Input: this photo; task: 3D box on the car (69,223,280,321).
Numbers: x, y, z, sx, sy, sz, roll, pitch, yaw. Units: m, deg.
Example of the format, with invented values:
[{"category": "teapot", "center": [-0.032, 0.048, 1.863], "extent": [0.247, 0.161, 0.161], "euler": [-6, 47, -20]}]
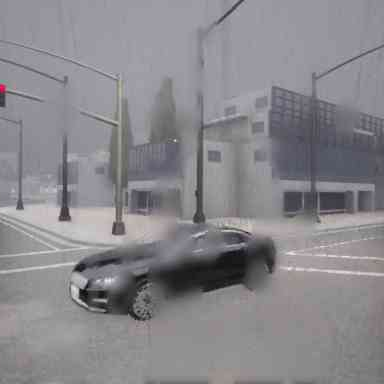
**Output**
[{"category": "car", "center": [-0.124, 1.495, 7.386], "extent": [4.902, 1.511, 2.128], "euler": [0, 0, -37]}]
